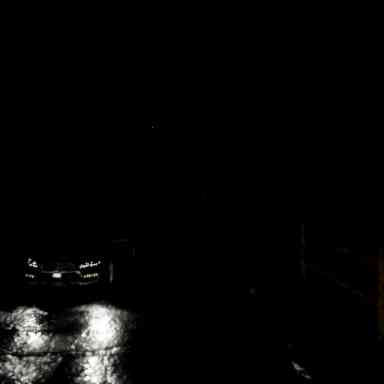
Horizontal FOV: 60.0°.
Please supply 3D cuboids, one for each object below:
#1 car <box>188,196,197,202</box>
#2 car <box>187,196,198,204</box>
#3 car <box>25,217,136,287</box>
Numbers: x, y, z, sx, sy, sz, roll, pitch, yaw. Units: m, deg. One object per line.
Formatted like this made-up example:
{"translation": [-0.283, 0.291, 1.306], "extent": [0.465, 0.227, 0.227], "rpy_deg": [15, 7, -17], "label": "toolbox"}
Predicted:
{"translation": [0.028, 1.553, 75.683], "extent": [1.994, 1.385, 4.181], "rpy_deg": [0, 0, 0], "label": "car"}
{"translation": [0.024, 1.586, 65.645], "extent": [1.837, 1.490, 4.892], "rpy_deg": [0, 0, 0], "label": "car"}
{"translation": [-2.796, 1.506, 9.375], "extent": [1.837, 1.490, 4.892], "rpy_deg": [0, 0, 1], "label": "car"}
